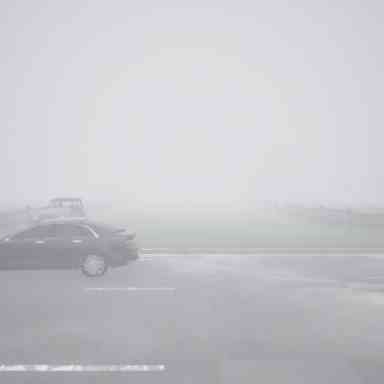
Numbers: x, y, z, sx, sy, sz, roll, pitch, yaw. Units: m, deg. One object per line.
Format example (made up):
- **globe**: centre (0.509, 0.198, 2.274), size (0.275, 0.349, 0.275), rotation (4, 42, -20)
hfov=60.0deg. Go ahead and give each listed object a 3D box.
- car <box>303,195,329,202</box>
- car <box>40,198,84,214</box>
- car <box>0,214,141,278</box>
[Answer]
- **car**: centre (23.679, 1.269, 63.449), size (4.605, 1.855, 1.932), rotation (0, 0, 0)
- **car**: centre (-7.232, 1.269, 18.489), size (1.905, 1.878, 3.866), rotation (0, 0, 0)
- **car**: centre (-3.953, 1.534, 9.640), size (4.892, 1.490, 1.837), rotation (0, 0, 0)
